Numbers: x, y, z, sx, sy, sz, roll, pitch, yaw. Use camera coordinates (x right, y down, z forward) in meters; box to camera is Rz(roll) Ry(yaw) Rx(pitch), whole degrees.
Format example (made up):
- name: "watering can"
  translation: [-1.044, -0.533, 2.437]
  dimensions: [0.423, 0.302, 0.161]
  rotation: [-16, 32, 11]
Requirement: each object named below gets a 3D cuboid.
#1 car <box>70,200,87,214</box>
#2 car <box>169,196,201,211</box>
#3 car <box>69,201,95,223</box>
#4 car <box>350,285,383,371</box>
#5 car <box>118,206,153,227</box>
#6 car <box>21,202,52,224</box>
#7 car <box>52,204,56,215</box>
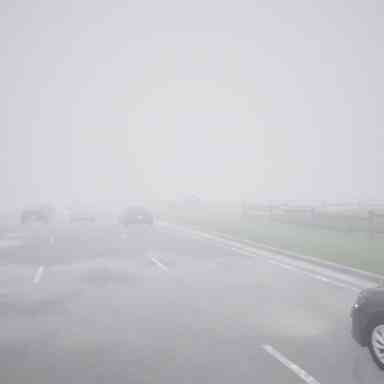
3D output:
- name: "car"
  translation: [-13.648, 1.787, 39.767]
  dimensions: [1.812, 1.442, 4.674]
  rotation: [0, 0, -20]
- name: "car"
  translation: [-0.783, 1.393, 40.510]
  dimensions: [3.866, 1.878, 1.905]
  rotation: [0, 0, -20]
- name: "car"
  translation: [-9.141, 1.704, 27.628]
  dimensions: [1.812, 1.442, 4.674]
  rotation: [0, 0, -20]
- name: "car"
  translation: [3.757, 1.490, 2.977]
  dimensions: [1.837, 1.490, 4.892]
  rotation: [0, -1, -20]
- name: "car"
  translation: [-4.208, 1.696, 24.414]
  dimensions: [1.994, 1.385, 4.181]
  rotation: [0, 0, -20]
- name: "car"
  translation: [-12.519, 1.722, 26.656]
  dimensions: [1.812, 1.442, 4.674]
  rotation: [0, 0, -20]
- name: "car"
  translation: [-16.658, 1.836, 37.841]
  dimensions: [1.994, 1.385, 4.181]
  rotation: [0, 0, -21]
